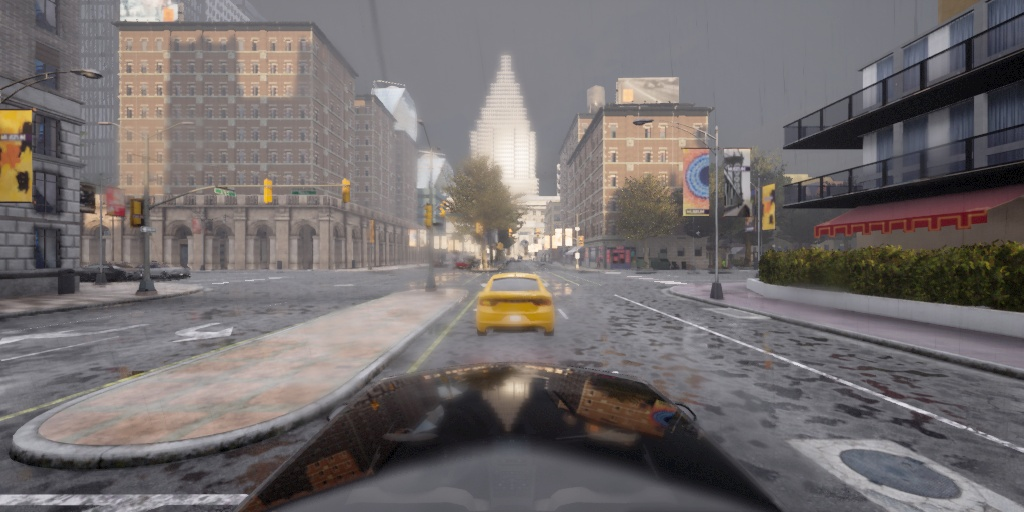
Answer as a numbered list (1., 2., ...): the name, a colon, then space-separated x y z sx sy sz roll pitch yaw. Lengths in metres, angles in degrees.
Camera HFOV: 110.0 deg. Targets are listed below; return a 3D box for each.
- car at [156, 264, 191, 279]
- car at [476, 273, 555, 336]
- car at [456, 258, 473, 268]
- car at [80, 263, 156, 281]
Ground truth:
1. car: -32.083 1.351 32.419 4.718 1.301 1.895 0 0 0
2. car: 0.092 1.228 10.414 1.882 1.535 5.008 0 0 0
3. car: -8.001 1.351 59.154 1.895 1.301 4.718 0 0 0
4. car: -32.160 1.275 28.921 4.674 1.442 1.812 0 0 0
